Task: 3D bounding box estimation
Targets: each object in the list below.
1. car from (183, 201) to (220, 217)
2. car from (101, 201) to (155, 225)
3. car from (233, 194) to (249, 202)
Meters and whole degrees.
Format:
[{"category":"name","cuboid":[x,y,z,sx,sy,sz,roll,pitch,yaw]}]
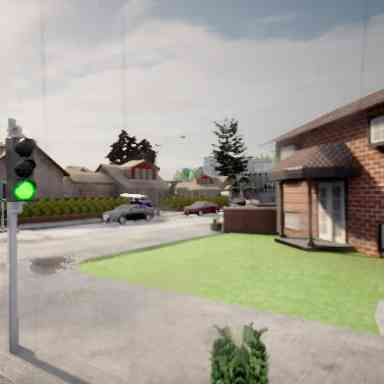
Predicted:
[{"category":"car","cuboid":[1.056,1.735,35.334,1.882,1.535,5.008,-1,-1,36]},{"category":"car","cuboid":[-5.063,1.749,26.800,2.128,1.511,4.902,-1,-1,36]},{"category":"car","cuboid":[11.499,1.450,76.964,3.866,1.878,1.905,0,0,-19]}]
